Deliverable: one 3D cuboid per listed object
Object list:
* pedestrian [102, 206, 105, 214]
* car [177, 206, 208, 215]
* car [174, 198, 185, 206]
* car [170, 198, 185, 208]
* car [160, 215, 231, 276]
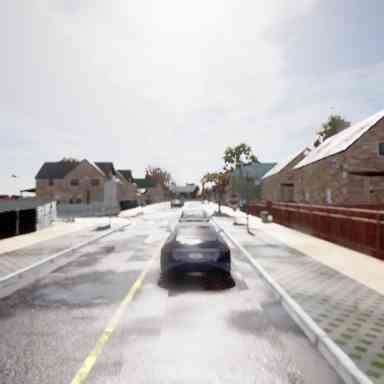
[{"bbox_3d":[-9.905,2.133,37.197,0.500,1.100,0.500,0,-2,5],"label":"pedestrian"},{"bbox_3d":[0.070,1.771,20.937,1.895,1.301,4.718,0,-1,-1],"label":"car"},{"bbox_3d":[-2.739,2.117,73.940,2.097,1.767,4.553,0,-1,0],"label":"car"},{"bbox_3d":[-2.791,2.131,58.813,1.994,1.385,4.181,0,-1,0],"label":"car"},{"bbox_3d":[0.101,1.645,10.652,1.994,1.385,4.181,0,0,0],"label":"car"}]
